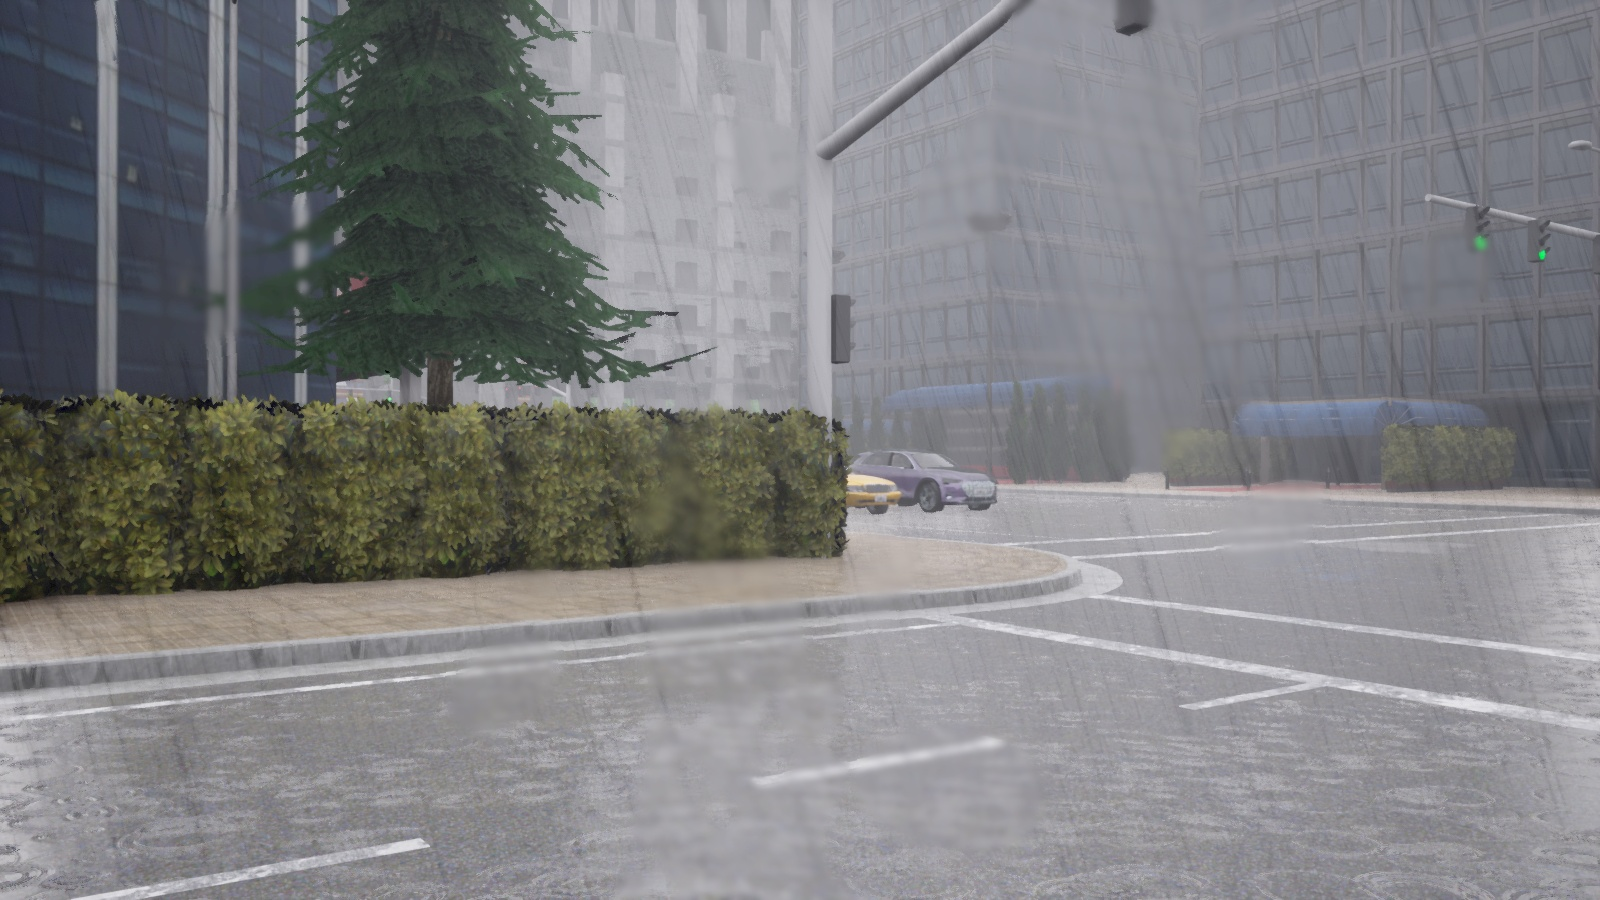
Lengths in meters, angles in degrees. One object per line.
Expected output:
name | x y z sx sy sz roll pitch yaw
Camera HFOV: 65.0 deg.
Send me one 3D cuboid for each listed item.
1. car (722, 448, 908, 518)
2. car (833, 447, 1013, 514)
car | 0.258 0.760 31.202 1.801 1.575 5.366 0 0 -35
car | 3.150 0.749 33.175 2.033 1.649 4.856 0 0 -35
